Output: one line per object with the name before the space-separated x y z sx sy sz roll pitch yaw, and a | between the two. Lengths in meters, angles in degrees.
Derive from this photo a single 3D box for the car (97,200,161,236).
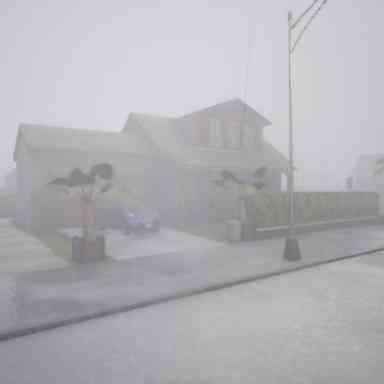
car | -2.931 1.091 15.358 1.845 1.501 3.633 -1 1 -38
